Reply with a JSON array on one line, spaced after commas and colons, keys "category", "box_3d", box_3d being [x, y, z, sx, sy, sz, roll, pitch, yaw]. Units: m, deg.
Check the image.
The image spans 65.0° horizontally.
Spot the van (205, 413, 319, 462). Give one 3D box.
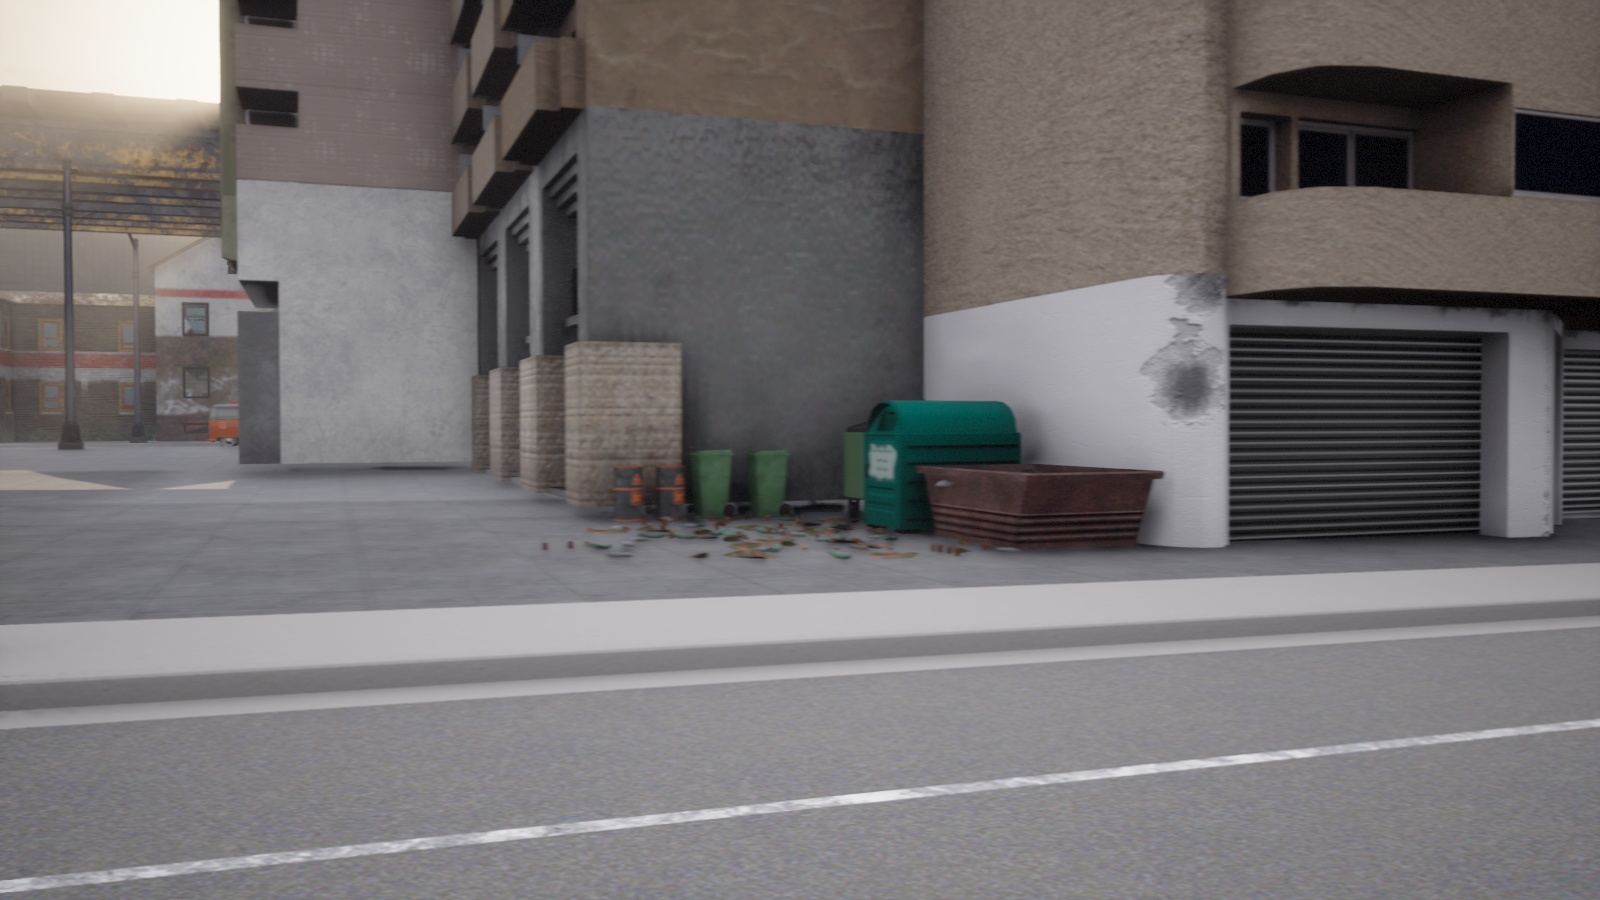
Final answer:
[{"category": "van", "box_3d": [-23.597, -0.549, 55.253, 4.442, 1.987, 1.775, -2, 1, -21]}]
